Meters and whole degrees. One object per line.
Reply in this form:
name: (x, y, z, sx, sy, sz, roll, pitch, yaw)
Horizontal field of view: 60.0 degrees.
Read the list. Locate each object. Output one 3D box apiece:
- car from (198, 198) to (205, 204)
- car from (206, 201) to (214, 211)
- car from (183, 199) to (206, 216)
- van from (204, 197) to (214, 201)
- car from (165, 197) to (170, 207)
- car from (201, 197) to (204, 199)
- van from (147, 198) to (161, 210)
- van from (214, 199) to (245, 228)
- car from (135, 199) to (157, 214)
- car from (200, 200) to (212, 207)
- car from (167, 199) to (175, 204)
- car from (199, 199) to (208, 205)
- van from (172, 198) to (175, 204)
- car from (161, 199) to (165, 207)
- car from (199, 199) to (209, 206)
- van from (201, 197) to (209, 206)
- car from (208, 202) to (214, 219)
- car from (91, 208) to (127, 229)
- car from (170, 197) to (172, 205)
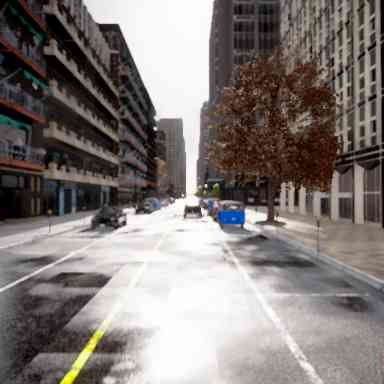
car: (2.643, 2.477, 91.306, 1.887, 1.381, 4.507, 0, -1, 0)
car: (2.675, 1.885, 34.673, 1.802, 1.307, 4.206, 0, -1, 0)
car: (0.083, 1.808, 36.018, 2.128, 1.511, 4.902, 0, -1, 0)
van: (2.672, 1.697, 40.338, 1.690, 1.788, 3.998, 0, -1, 0)
car: (-5.722, 2.130, 62.812, 1.752, 1.417, 4.829, 0, -1, 0)
car: (2.662, 2.087, 57.324, 2.008, 1.369, 4.403, 0, -1, 0)
van: (-5.711, 1.759, 45.998, 1.690, 1.788, 3.998, 0, -1, 0)
van: (2.682, 1.541, 23.349, 1.690, 1.788, 3.998, 0, -1, 0)
car: (-5.708, 1.927, 40.331, 1.947, 1.339, 4.313, 0, -1, 0)
car: (2.659, 2.152, 62.986, 2.008, 1.369, 4.403, 0, -1, 0)
car: (-5.737, 2.503, 91.301, 1.947, 1.339, 4.313, 0, -1, 0)
car: (2.650, 2.351, 79.978, 2.008, 1.369, 4.403, 0, -1, 0)
van: (-5.731, 2.146, 79.976, 1.690, 1.788, 3.998, 0, -1, 0)
car: (-5.715, 2.029, 51.657, 2.008, 1.369, 4.403, 0, -1, 0)
car: (2.653, 2.279, 74.314, 1.887, 1.381, 4.507, 0, -1, 0)
van: (2.656, 2.009, 68.653, 1.690, 1.788, 3.998, 0, -1, 0)
car: (2.678, 1.833, 29.011, 1.802, 1.307, 4.206, 0, -1, 0)
car: (-5.699, 1.770, 23.342, 1.947, 1.339, 4.313, 0, -1, 0)
car: (-5.725, 2.223, 68.646, 2.008, 1.369, 4.403, 0, -1, 0)
